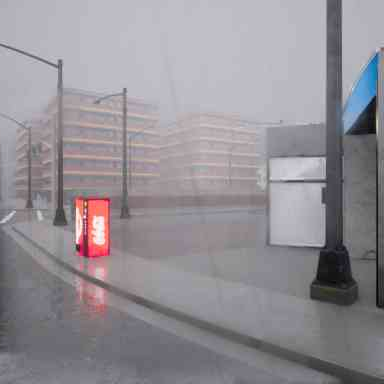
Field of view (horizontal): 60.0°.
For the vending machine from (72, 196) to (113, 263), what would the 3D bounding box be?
[{"bbox_3d":[-3.349,1.195,11.238,1.100,2.100,0.880,0,0,-36],"label":"vending machine"}]
